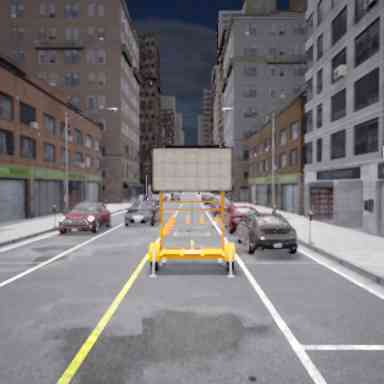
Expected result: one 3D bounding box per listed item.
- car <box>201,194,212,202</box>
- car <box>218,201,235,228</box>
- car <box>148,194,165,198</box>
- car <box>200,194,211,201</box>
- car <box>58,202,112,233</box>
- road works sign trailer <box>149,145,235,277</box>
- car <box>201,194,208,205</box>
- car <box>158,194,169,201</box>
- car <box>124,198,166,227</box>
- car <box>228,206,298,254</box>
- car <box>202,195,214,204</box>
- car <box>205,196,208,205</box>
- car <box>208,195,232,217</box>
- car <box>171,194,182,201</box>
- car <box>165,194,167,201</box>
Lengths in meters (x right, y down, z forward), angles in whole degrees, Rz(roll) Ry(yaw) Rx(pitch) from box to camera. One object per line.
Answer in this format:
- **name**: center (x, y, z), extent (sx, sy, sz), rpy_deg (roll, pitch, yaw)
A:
- **car**: center (2.722, 1.172, 62.388), extent (1.887, 1.381, 4.507), rpy_deg (-1, 0, 0)
- **car**: center (2.744, 1.427, 18.347), extent (1.887, 1.381, 4.507), rpy_deg (-1, 0, 0)
- **car**: center (-5.799, 1.129, 51.373), extent (1.967, 1.590, 4.097), rpy_deg (-1, 0, 0)
- **car**: center (2.720, 1.142, 67.893), extent (1.887, 1.381, 4.507), rpy_deg (-1, 0, 0)
- **car**: center (-5.782, 1.323, 18.343), extent (1.967, 1.590, 4.097), rpy_deg (-1, 0, 0)
- **road works sign trailer**: center (0.008, 0.399, 9.972), extent (2.380, 3.560, 2.880), rpy_deg (0, 0, 0)
- **car**: center (2.728, 1.254, 51.378), extent (1.947, 1.339, 4.313), rpy_deg (-1, 0, 0)
- **car**: center (-5.805, 1.142, 67.889), extent (1.887, 1.381, 4.507), rpy_deg (-1, 0, 0)
- **car**: center (-3.109, 1.355, 21.517), extent (2.128, 1.511, 4.902), rpy_deg (0, 0, 0)
- **car**: center (2.747, 1.467, 12.842), extent (2.008, 1.369, 4.403), rpy_deg (-1, 0, 0)
- **car**: center (2.725, 1.202, 56.882), extent (1.887, 1.381, 4.507), rpy_deg (-1, 0, 0)
- **car**: center (2.736, 1.328, 34.863), extent (1.887, 1.381, 4.507), rpy_deg (-1, 0, 0)
- **car**: center (2.737, 1.256, 29.357), extent (1.967, 1.590, 4.097), rpy_deg (-1, 0, 0)
- **car**: center (-3.031, 1.172, 65.516), extent (1.837, 1.490, 4.892), rpy_deg (0, 0, 0)
- **car**: center (-5.800, 1.224, 56.879), extent (1.947, 1.339, 4.313), rpy_deg (-1, 0, 0)
